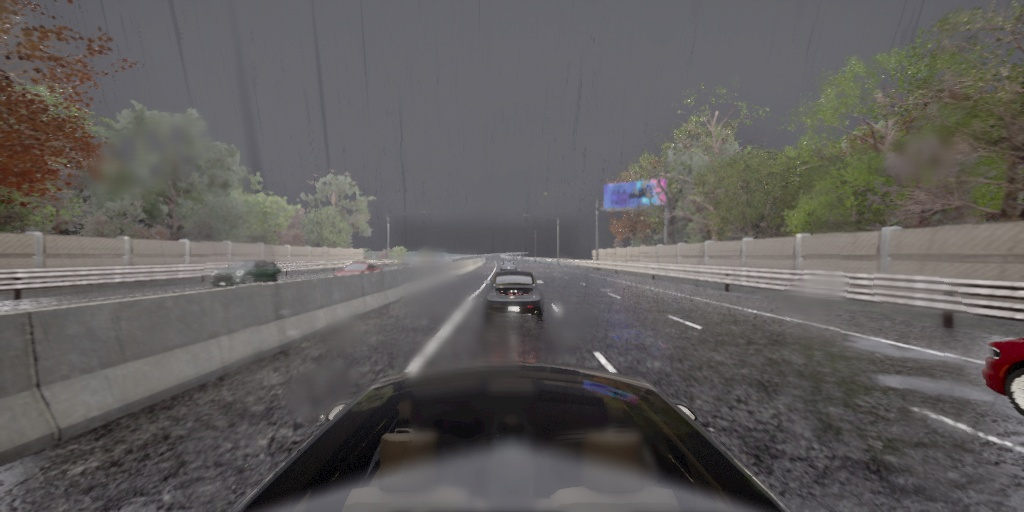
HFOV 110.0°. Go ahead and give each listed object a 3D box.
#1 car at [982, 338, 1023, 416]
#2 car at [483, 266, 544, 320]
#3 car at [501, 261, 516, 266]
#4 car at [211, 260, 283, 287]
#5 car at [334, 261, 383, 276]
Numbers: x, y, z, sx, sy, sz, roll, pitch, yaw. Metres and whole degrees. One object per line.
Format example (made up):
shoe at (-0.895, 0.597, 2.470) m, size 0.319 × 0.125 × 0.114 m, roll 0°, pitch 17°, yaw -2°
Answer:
car at (7.092, 1.226, 2.542) m, size 1.882 × 1.535 × 5.008 m, roll 0°, pitch 0°, yaw 0°
car at (0.051, 1.255, 12.558) m, size 1.837 × 1.490 × 4.892 m, roll 0°, pitch 0°, yaw 0°
car at (-0.420, 1.309, 43.182) m, size 1.994 × 1.385 × 4.181 m, roll 0°, pitch 0°, yaw -1°
car at (-17.767, 1.105, 24.282) m, size 2.097 × 1.767 × 4.553 m, roll 0°, pitch 0°, yaw -1°
car at (-10.782, 1.229, 25.474) m, size 1.882 × 1.535 × 5.008 m, roll 0°, pitch 0°, yaw -1°
